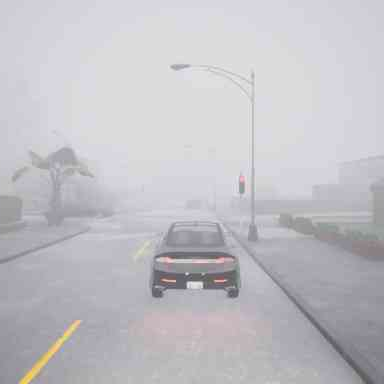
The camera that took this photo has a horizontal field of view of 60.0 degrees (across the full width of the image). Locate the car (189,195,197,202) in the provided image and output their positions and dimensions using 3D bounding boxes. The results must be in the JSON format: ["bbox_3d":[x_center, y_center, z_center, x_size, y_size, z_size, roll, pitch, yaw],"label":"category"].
[{"bbox_3d":[0.338,1.478,80.560,1.882,1.535,5.008,0,0,0],"label":"car"}]

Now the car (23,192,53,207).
[{"bbox_3d":[-19.580,0.986,42.969,1.905,1.878,3.866,0,0,35],"label":"car"}]

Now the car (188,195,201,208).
[{"bbox_3d":[0.308,1.491,48.318,2.128,1.511,4.902,0,0,0],"label":"car"}]

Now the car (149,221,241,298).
[{"bbox_3d":[0.086,1.492,8.505,2.128,1.511,4.902,0,0,1],"label":"car"}]

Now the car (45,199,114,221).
[{"bbox_3d":[-8.918,1.492,27.137,4.902,1.511,2.128,0,0,-7],"label":"car"}]
